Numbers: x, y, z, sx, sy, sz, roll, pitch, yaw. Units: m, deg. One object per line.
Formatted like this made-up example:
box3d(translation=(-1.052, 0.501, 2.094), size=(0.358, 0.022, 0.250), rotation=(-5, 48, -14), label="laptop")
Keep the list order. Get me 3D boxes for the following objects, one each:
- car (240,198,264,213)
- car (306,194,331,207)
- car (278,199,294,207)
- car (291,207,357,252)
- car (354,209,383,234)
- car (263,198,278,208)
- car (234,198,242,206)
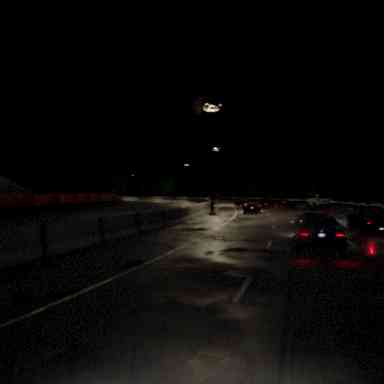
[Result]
box3d(translation=(6.967, 1.734, 39.055), size=(1.994, 1.385, 4.181), rotation=(0, 0, 8), label="car")
box3d(translation=(18.882, 1.364, 49.821), size=(2.150, 2.045, 5.566), rotation=(0, 0, 3), label="car")
box3d(translation=(15.522, 1.763, 55.427), size=(1.994, 1.385, 4.181), rotation=(0, 0, 2), label="car")
box3d(translation=(5.293, 1.589, 14.184), size=(2.033, 1.411, 5.357), rotation=(0, 0, 16), label="car")
box3d(translation=(10.399, 1.633, 19.408), size=(1.895, 1.301, 4.718), rotation=(0, 0, 14), label="car")
box3d(translation=(11.989, 1.722, 53.750), size=(1.837, 1.490, 4.892), rotation=(1, 0, 2), label="car")
box3d(translation=(8.688, 1.756, 60.149), size=(1.882, 1.535, 5.008), rotation=(0, -1, 0), label="car")
